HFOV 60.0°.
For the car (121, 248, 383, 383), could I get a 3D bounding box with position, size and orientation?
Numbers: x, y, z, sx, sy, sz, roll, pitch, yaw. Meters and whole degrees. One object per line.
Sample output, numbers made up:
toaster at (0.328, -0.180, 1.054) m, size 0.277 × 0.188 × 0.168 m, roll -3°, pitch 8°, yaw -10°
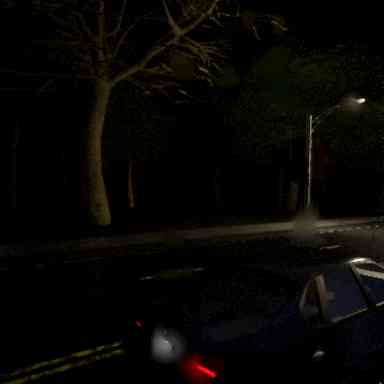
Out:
car at (1.769, 1.550, 4.700) m, size 5.357 × 1.411 × 2.033 m, roll 0°, pitch 0°, yaw -36°
